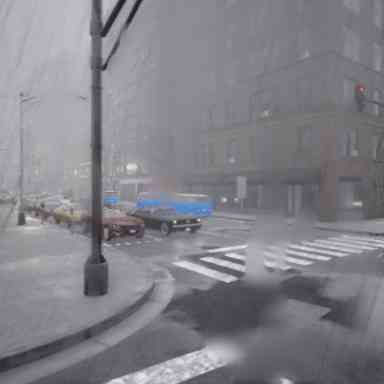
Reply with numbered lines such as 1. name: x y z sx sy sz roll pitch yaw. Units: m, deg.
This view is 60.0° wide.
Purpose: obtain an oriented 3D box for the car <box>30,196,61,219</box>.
1. car: -10.334 1.212 24.510 1.802 1.307 4.206 1 1 -36

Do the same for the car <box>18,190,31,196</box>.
1. car: -39.378 0.211 78.175 1.887 1.381 4.507 0 1 -36

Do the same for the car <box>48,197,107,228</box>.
1. car: -6.968 1.248 19.955 1.752 1.417 4.829 1 1 -36

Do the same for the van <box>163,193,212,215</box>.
1. van: -0.219 1.039 25.180 1.690 1.788 3.998 0 1 -36

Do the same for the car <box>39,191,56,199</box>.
1. car: -26.326 0.548 60.511 2.008 1.369 4.403 0 1 -36

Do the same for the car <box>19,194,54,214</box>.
1. car: -13.597 1.124 28.927 1.802 1.307 4.206 1 1 -36

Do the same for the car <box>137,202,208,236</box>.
1. car: -1.554 1.405 17.253 1.895 1.301 4.718 0 1 -39

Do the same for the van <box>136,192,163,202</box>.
1. van: -3.481 0.949 29.596 1.690 1.788 3.998 0 1 -36

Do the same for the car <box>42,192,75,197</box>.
1. car: -13.192 1.011 33.026 1.812 1.442 4.674 0 1 -36

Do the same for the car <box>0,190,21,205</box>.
1. car: -23.286 0.805 42.044 1.752 1.417 4.829 0 1 -36

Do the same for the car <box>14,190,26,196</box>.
1. car: -42.641 0.137 82.591 2.008 1.369 4.403 0 1 -36

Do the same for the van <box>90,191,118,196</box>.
1. van: -10.007 0.772 38.429 1.690 1.788 3.998 0 1 -36

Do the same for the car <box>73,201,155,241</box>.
1. car: -3.807 1.354 15.674 1.887 1.381 4.507 1 1 -36

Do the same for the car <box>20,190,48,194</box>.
1. car: -20.385 0.815 42.872 1.812 1.442 4.674 0 1 -36

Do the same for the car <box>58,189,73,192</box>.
1. car: -19.796 0.483 51.677 2.192 1.841 5.009 0 1 -36

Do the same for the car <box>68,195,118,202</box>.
1. car: -7.325 1.193 25.064 2.033 1.411 5.357 0 1 -36
